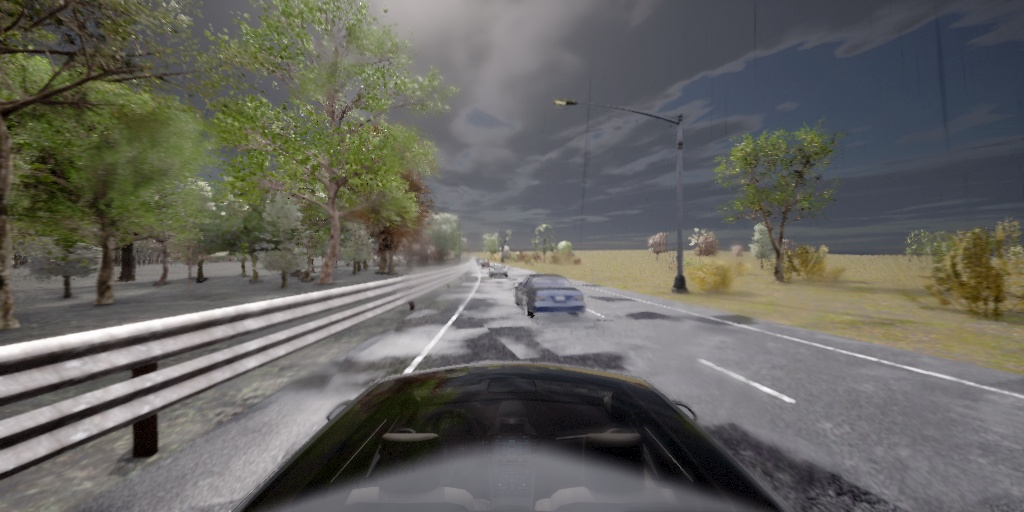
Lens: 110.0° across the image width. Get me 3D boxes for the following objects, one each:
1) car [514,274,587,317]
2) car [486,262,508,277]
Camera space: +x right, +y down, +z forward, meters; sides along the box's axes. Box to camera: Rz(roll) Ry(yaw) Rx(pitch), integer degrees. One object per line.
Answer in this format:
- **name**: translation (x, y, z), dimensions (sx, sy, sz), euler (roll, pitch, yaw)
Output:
- **car**: translation (1.229, 1.381, 13.575), dimensions (2.033, 1.411, 5.357), euler (0, 0, -6)
- **car**: translation (-1.577, 1.604, 39.456), dimensions (1.895, 1.301, 4.718), euler (0, 0, -6)
